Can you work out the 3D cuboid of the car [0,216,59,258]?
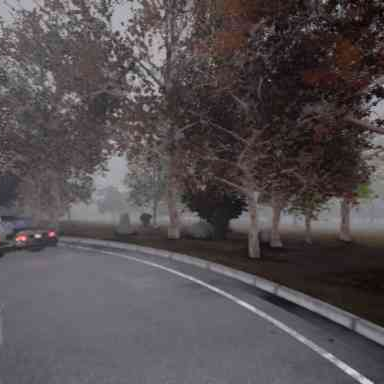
[{"bbox_3d":[-7.689,1.668,13.184,5.357,1.411,2.033,-1,0,30],"label":"car"}]
